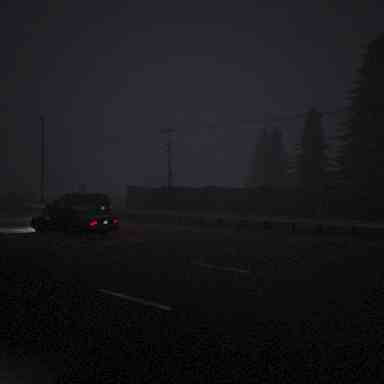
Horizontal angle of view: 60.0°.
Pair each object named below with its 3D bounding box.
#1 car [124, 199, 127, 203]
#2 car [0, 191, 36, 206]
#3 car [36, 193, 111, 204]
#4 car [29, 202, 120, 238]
[{"bbox_3d":[-8.455,1.279,54.738,5.357,1.411,2.033,0,0,-29],"label":"car"},{"bbox_3d":[-25.077,0.892,47.405,5.566,2.045,2.150,1,0,-13],"label":"car"},{"bbox_3d":[-7.772,1.088,22.434,5.566,2.045,2.150,0,0,36],"label":"car"},{"bbox_3d":[-6.056,1.446,16.912,5.357,1.411,2.033,0,0,36],"label":"car"}]
